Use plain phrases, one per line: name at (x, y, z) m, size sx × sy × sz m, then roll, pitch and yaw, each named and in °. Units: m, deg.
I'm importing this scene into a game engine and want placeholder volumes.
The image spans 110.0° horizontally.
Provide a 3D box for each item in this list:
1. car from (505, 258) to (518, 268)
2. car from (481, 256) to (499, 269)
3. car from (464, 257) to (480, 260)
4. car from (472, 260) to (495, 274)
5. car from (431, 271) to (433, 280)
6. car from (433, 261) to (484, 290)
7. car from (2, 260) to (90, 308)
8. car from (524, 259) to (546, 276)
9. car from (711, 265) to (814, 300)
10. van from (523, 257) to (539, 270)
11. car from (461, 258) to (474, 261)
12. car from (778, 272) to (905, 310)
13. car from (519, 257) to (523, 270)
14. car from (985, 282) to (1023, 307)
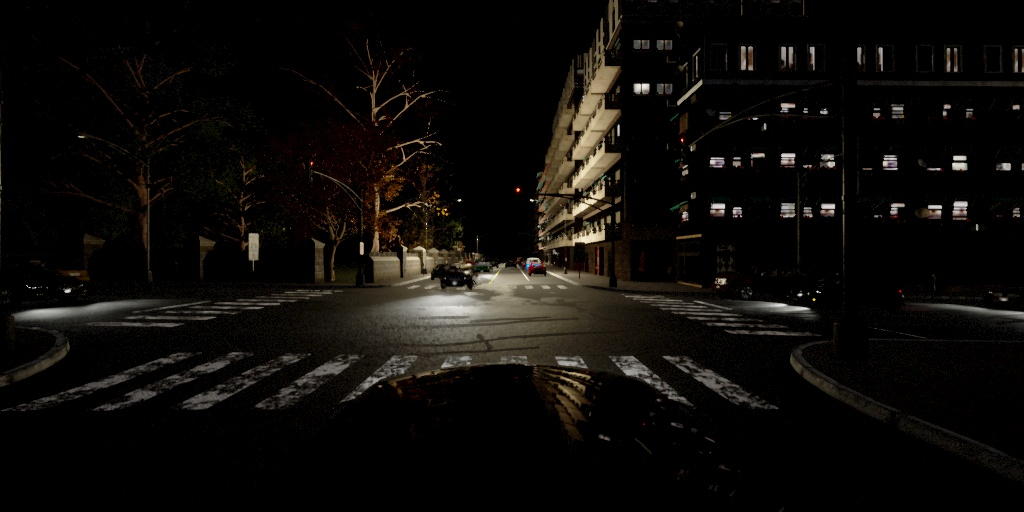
car at (-0.181, 1.372, 61.556) m, size 1.994 × 1.385 × 4.181 m, roll 0°, pitch 0°, yaw 0°
car at (-3.349, 1.019, 58.011) m, size 2.150 × 2.045 × 5.566 m, roll 0°, pitch 1°, yaw -2°
car at (-5.904, 1.101, 48.082) m, size 2.192 × 1.841 × 5.009 m, roll 0°, pitch 0°, yaw 0°
car at (-3.281, 1.378, 41.170) m, size 1.895 × 1.301 × 4.718 m, roll 0°, pitch 0°, yaw 0°
car at (-5.824, 1.333, 31.191) m, size 1.948 × 1.339 × 4.313 m, roll 0°, pitch 0°, yaw 0°
car at (-3.195, 1.253, 22.347) m, size 2.128 × 1.511 × 4.902 m, roll 0°, pitch 0°, yaw 0°
car at (-18.207, 0.955, 12.704) m, size 4.892 × 1.490 × 1.837 m, roll 1°, pitch 0°, yaw -1°
car at (2.529, 1.318, 36.860) m, size 1.888 × 1.381 × 4.507 m, roll 0°, pitch 0°, yaw 0°
car at (13.372, 1.355, 18.940) m, size 5.009 × 1.841 × 2.192 m, roll 0°, pitch 0°, yaw -1°
van at (2.503, 1.120, 42.491) m, size 1.690 × 1.789 × 3.998 m, roll 0°, pitch 0°, yaw 0°
car at (-5.876, 1.304, 42.282) m, size 1.751 × 1.417 × 4.829 m, roll 0°, pitch 0°, yaw 0°
car at (15.115, 1.625, 16.377) m, size 4.181 × 1.385 × 1.994 m, roll 1°, pitch 0°, yaw -1°
car at (2.450, 1.235, 53.751) m, size 1.967 × 1.591 × 4.097 m, roll 0°, pitch 0°, yaw 0°
car at (24.952, 1.766, 16.522) m, size 4.674 × 1.442 × 1.812 m, roll 1°, pitch 0°, yaw -1°
